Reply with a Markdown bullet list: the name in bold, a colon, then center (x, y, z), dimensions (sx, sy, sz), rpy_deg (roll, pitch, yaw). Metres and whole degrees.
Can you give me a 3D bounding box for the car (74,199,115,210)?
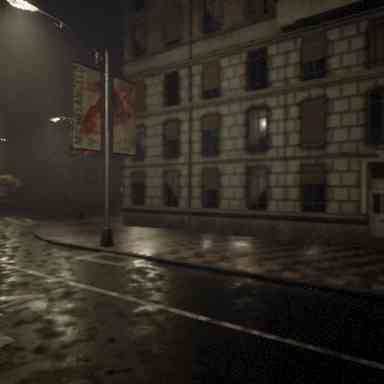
- **car**: center (-11.655, 1.460, 39.939), dimensions (1.895, 1.301, 4.718), rpy_deg (0, 0, 36)
